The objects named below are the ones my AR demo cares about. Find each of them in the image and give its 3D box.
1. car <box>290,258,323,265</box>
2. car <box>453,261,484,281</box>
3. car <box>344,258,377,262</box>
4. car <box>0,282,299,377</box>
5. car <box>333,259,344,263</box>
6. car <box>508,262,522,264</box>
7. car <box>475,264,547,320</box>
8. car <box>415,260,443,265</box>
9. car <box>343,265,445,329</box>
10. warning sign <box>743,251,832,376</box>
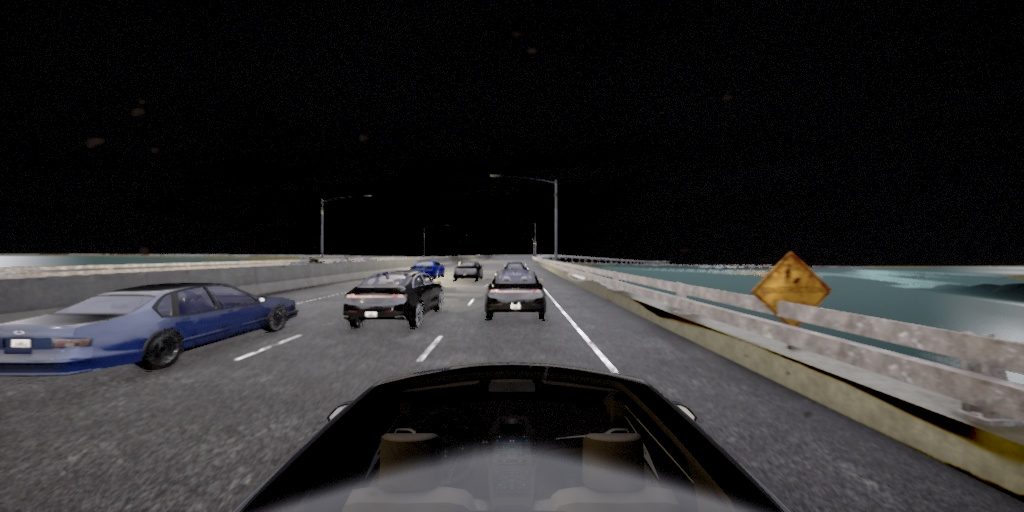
[{"bbox_3d":[-24.253,1.025,42.396,1.837,1.490,4.892,0,0,1],"label":"car"},{"bbox_3d":[-3.269,1.098,27.530,2.128,1.511,4.902,0,0,1],"label":"car"},{"bbox_3d":[-17.258,1.012,42.242,2.128,1.511,4.902,0,0,1],"label":"car"},{"bbox_3d":[-6.920,1.266,7.581,2.033,1.411,5.357,0,0,1],"label":"car"},{"bbox_3d":[-20.723,1.074,43.999,1.994,1.385,4.181,0,0,1],"label":"car"},{"bbox_3d":[0.239,1.167,28.181,1.994,1.385,4.181,0,0,1],"label":"car"},{"bbox_3d":[0.118,1.185,12.355,2.128,1.511,4.902,0,0,0],"label":"car"},{"bbox_3d":[-6.748,1.075,29.152,1.882,1.535,5.008,0,0,1],"label":"car"},{"bbox_3d":[-3.392,1.191,11.107,2.128,1.511,4.902,0,0,0],"label":"car"},{"bbox_3d":[4.555,0.844,5.843,1.300,1.860,1.060,0,0,0],"label":"warning sign"}]
